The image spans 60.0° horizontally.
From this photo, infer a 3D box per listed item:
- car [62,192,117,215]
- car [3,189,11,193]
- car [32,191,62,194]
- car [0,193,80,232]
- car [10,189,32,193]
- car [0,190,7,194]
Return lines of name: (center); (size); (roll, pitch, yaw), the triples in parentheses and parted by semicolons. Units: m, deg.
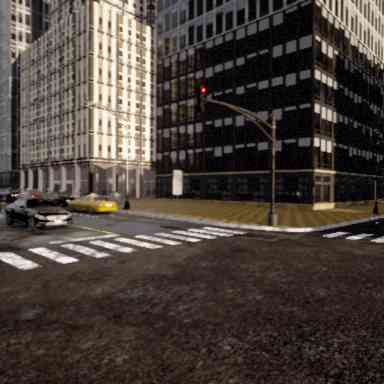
car: (-7.327, 0.800, 24.232); (4.829, 1.417, 1.752); (2, 1, 43)
car: (-19.503, 0.314, 35.635); (4.313, 1.339, 1.947); (2, 1, 43)
car: (-11.343, 0.669, 27.912); (4.313, 1.339, 1.947); (2, 1, 43)
car: (-7.637, 0.992, 16.415); (4.674, 1.442, 1.812); (3, 2, 43)
car: (-15.423, 0.507, 31.773); (4.206, 1.307, 1.802); (2, 1, 43)
car: (-14.916, 0.713, 23.304); (4.181, 1.385, 1.994); (2, 2, 43)
